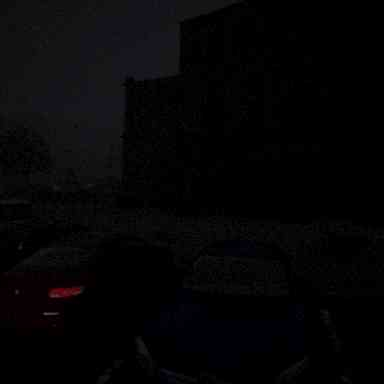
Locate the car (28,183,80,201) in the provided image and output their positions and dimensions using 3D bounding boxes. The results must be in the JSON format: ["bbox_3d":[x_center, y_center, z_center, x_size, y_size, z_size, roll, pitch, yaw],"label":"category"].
[{"bbox_3d":[-14.458,0.130,34.238,4.674,1.452,2.002,1,6,8],"label":"car"}]

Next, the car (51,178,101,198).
[{"bbox_3d":[-13.010,-0.446,36.857,5.566,2.045,2.435,1,6,8],"label":"car"}]

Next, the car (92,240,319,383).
[{"bbox_3d":[0.712,1.515,4.911,2.002,1.452,4.674,1,0,15],"label":"car"}]

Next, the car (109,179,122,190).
[{"bbox_3d":[-8.757,-1.054,44.829,4.892,1.521,2.231,1,6,8],"label":"car"}]

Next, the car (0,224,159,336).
[{"bbox_3d":[-1.771,1.506,6.638,2.002,1.452,4.674,0,-1,15],"label":"car"}]

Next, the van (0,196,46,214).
[{"bbox_3d":[-6.772,1.220,9.946,1.878,1.987,4.442,1,0,14],"label":"van"}]

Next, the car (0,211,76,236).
[{"bbox_3d":[-4.248,1.458,8.362,2.231,1.521,4.892,1,0,14],"label":"car"}]
